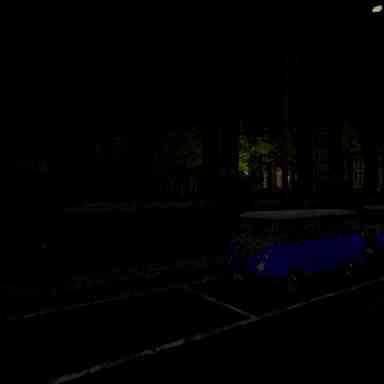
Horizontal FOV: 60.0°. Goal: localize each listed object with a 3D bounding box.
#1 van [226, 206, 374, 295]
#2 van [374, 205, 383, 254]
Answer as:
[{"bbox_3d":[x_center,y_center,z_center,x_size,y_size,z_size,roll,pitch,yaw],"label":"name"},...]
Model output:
[{"bbox_3d":[2.705,1.340,8.460,3.998,1.788,1.690,0,0,-35],"label":"van"},{"bbox_3d":[7.312,1.338,11.744,3.998,1.788,1.690,0,0,-35],"label":"van"}]
